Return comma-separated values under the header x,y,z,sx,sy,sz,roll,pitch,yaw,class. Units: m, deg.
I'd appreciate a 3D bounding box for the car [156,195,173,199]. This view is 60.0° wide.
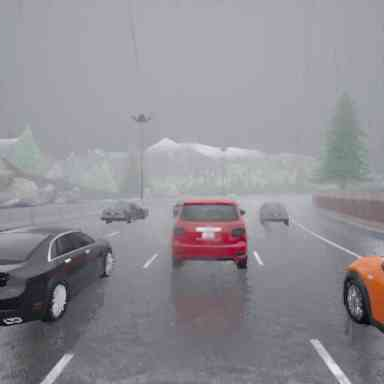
x,y,z,sx,sy,sz,roll,pitch,yaw,class
-5.400,1.334,75.736,2.128,1.511,4.902,0,0,27,car

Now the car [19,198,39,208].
x,y,z,sx,sy,sz,roll,pitch,yaw,class
-16.425,1.476,37.660,2.033,1.411,5.357,0,0,14,car

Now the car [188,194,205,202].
x,y,z,sx,sy,sz,roll,pitch,yaw,class
1.092,1.317,73.044,1.837,1.490,4.892,0,0,27,car

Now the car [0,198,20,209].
x,y,z,sx,sy,sz,roll,pitch,yaw,class
-19.876,1.454,38.071,1.812,1.442,4.674,0,0,14,car

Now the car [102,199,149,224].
x,y,z,sx,sy,sz,roll,pitch,yaw,class
-4.767,1.499,24.248,2.033,1.411,5.357,0,0,10,car

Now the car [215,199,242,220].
x,y,z,sx,sy,sz,roll,pitch,yaw,class
3.253,1.445,28.656,1.837,1.490,4.892,0,0,12,car

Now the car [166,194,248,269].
x,y,z,sx,sy,sz,roll,pitch,yaw,class
0.649,1.200,11.310,2.150,2.045,5.566,0,0,5,car

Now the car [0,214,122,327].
x,y,z,sx,sy,sz,roll,pitch,yaw,class
-3.124,1.493,7.166,1.837,1.490,4.892,0,1,3,car

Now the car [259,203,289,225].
x,y,z,sx,sy,sz,roll,pitch,yaw,class
5.763,1.498,23.576,2.033,1.411,5.357,0,0,10,car

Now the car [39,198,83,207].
x,y,z,sx,sy,sz,roll,pitch,yaw,class
-13.415,1.410,35.093,1.882,1.535,5.008,0,0,14,car

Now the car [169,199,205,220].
x,y,z,sx,sy,sz,roll,pitch,yaw,class
-0.295,1.433,28.805,2.128,1.511,4.902,0,0,12,car

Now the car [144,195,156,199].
x,y,z,sx,sy,sz,roll,pitch,yaw,class
-8.841,1.351,76.713,2.033,1.411,5.357,0,0,27,car

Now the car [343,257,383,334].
x,y,z,sx,sy,sz,roll,pitch,yaw,class
3.734,1.342,4.183,2.097,1.767,4.553,0,0,2,car
